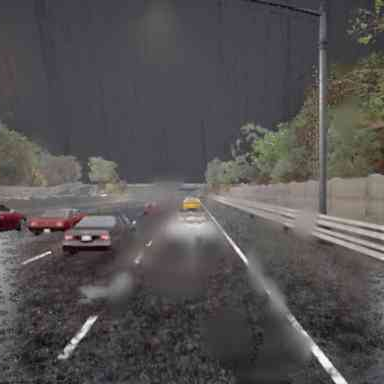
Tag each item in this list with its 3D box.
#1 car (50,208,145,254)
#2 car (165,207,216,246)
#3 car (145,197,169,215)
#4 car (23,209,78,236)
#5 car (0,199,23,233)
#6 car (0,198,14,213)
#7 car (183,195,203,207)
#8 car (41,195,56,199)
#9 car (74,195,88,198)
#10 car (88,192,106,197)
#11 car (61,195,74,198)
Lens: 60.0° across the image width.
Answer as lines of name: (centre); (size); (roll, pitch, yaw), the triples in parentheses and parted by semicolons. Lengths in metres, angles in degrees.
car: (-3.404, 1.517, 13.234); (2.033, 1.411, 5.357); (0, 0, 0)
car: (-0.005, 1.564, 15.146); (1.895, 1.301, 4.718); (0, 0, 0)
car: (-3.410, 1.281, 32.872); (2.097, 1.767, 4.553); (0, 0, 0)
car: (-6.904, 1.560, 18.077); (1.895, 1.301, 4.718); (0, 0, 0)
car: (-10.405, 1.315, 17.065); (2.097, 1.767, 4.553); (0, 0, 0)
car: (-21.089, 1.426, 34.862); (2.128, 1.511, 4.902); (0, 0, 0)
car: (-0.010, 1.399, 39.151); (1.882, 1.535, 5.008); (0, 0, 0)
car: (-31.518, 1.415, 73.117); (2.128, 1.511, 4.902); (0, 0, 0)
car: (-24.519, 1.346, 75.326); (1.994, 1.385, 4.181); (0, 0, 0)
car: (-21.019, 1.018, 75.297); (2.150, 2.045, 5.566); (0, 0, 0)
car: (-28.019, 1.335, 75.326); (2.033, 1.411, 5.357); (0, 0, 0)
